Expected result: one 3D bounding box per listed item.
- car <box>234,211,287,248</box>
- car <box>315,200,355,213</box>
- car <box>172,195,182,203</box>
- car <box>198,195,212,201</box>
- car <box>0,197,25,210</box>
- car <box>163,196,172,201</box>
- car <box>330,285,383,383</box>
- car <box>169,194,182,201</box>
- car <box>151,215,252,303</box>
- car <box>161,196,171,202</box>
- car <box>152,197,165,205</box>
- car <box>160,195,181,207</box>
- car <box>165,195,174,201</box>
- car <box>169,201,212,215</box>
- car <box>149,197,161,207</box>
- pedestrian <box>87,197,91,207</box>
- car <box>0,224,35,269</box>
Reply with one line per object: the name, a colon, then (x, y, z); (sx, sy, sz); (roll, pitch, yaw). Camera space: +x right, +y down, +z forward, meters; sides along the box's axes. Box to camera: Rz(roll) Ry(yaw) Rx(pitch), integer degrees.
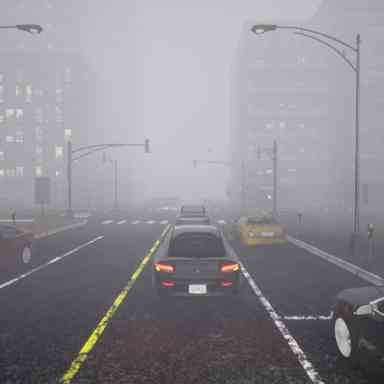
car: (2.780, 1.521, 14.547); (1.752, 1.417, 4.829); (-1, 0, 0)
car: (16.243, 1.623, 37.536); (4.403, 1.369, 2.008); (0, 0, 1)
car: (-3.133, 1.487, 70.531); (1.837, 1.490, 4.892); (0, 0, 0)
car: (2.568, 1.539, 57.986); (2.008, 1.369, 4.403); (-1, 0, 0)
car: (-21.733, 1.275, 37.962); (4.829, 1.417, 1.752); (0, 0, 1)
car: (-5.855, 1.568, 80.588); (1.802, 1.307, 4.206); (-1, 0, 0)
car: (2.802, 1.550, 3.088); (2.008, 1.369, 4.403); (-1, 0, 0)
car: (-3.186, 1.480, 60.335); (2.128, 1.511, 4.902); (0, 0, 0)
car: (0.084, 1.523, 8.096); (1.812, 1.442, 4.674); (0, 0, 0)
car: (-5.844, 1.531, 74.934); (1.887, 1.381, 4.507); (-1, 0, 0)
car: (-5.812, 1.554, 57.970); (1.947, 1.339, 4.313); (-1, 0, 0)
car: (-3.187, 1.537, 50.383); (2.033, 1.411, 5.357); (0, 0, 0)
car: (-5.866, 1.530, 86.243); (1.887, 1.381, 4.507); (-1, 0, 0)
car: (0.056, 1.487, 18.170); (2.128, 1.511, 4.902); (0, 0, 0)
car: (-5.801, 1.514, 52.146); (1.752, 1.417, 4.829); (-1, 0, 0)
pedestrian: (-12.626, 1.200, 40.825); (0.375, 1.300, 0.375); (0, 0, 1)
car: (-5.848, 1.542, 8.774); (1.887, 1.381, 4.507); (-1, 0, 0)
